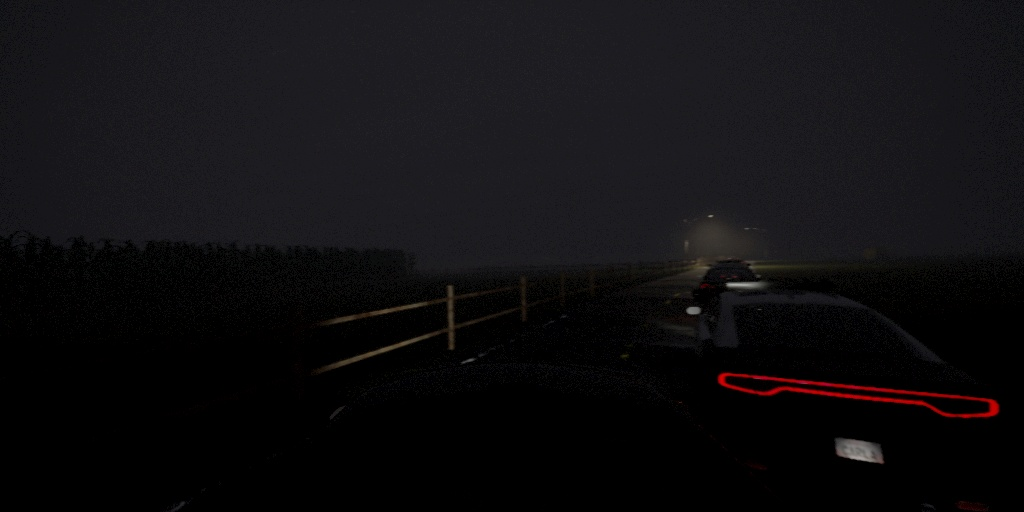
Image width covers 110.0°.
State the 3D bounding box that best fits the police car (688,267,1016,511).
[{"bbox_3d":[3.493,1.110,4.772,1.930,1.638,5.238,-2,-1,26],"label":"police car"}]

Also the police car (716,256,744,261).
[{"bbox_3d":[11.196,1.028,18.512,1.930,1.638,5.238,-2,-1,32],"label":"police car"}]

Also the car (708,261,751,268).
[{"bbox_3d":[8.078,1.118,13.363,1.882,1.535,5.008,-2,-1,30],"label":"car"}]
